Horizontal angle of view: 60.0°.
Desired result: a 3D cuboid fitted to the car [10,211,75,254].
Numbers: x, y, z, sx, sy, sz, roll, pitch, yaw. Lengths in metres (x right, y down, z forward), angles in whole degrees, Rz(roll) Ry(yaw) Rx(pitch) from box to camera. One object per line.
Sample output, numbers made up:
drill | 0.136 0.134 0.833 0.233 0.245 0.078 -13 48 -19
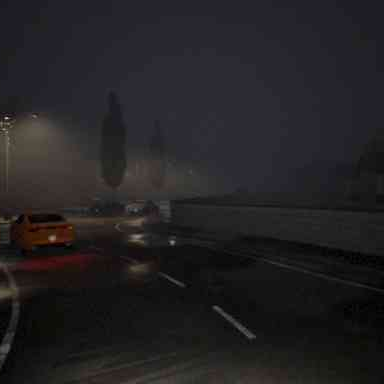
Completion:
car | -6.387 1.532 13.971 1.882 1.535 5.008 -1 0 -34

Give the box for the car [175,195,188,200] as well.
car | -1.688 1.357 61.433 1.882 1.535 5.008 -1 0 14

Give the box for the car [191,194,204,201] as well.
car | 1.174 1.129 73.579 1.994 1.385 4.181 -1 0 14

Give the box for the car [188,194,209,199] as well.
car | 1.161 1.373 58.657 1.812 1.442 4.674 -1 0 14

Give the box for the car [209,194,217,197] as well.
car | 4.574 1.084 72.749 1.994 1.385 4.181 -1 0 14

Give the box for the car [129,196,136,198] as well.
car | -10.740 1.518 58.603 1.837 1.490 4.892 -1 0 14

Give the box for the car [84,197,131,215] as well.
car | -8.427 1.528 33.678 2.128 1.511 4.902 -1 0 13

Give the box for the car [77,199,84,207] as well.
car | -15.983 1.590 52.080 2.128 1.511 4.902 -1 0 14

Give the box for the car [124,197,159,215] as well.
car | -4.807 1.513 33.892 1.812 1.442 4.674 -1 0 14
